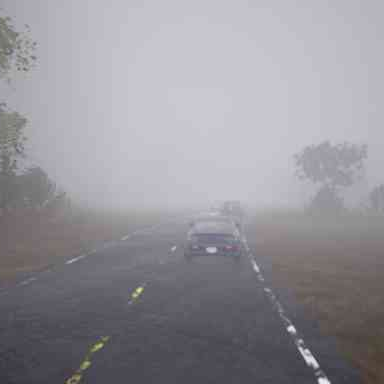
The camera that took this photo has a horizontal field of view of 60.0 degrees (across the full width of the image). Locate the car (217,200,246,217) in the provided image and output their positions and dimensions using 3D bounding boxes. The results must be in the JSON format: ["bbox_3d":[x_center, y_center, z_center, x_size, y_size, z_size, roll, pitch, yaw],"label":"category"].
[{"bbox_3d":[4.022,1.533,31.871,2.097,1.767,4.553,0,0,13],"label":"car"}]

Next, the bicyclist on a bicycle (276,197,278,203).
[{"bbox_3d":[22.189,1.991,86.825,0.582,1.620,1.656,0,-1,18],"label":"bicyclist on a bicycle"}]

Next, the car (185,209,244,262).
[{"bbox_3d":[0.825,1.592,12.360,1.812,1.442,4.674,0,0,6],"label":"car"}]

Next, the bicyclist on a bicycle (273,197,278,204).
[{"bbox_3d":[19.361,1.919,78.279,0.866,1.612,1.509,0,0,18],"label":"bicyclist on a bicycle"}]

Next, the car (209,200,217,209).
[{"bbox_3d":[3.517,1.740,42.413,2.128,1.511,4.902,0,0,17],"label":"car"}]
